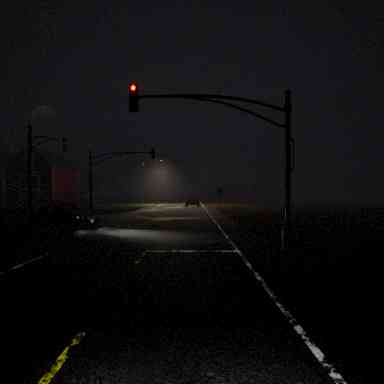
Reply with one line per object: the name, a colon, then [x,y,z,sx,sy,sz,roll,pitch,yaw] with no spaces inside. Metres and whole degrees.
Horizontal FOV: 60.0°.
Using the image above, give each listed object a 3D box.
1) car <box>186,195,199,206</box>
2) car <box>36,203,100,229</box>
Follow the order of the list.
car: [0.080,1.306,53.099,2.097,1.767,4.553,0,0,0]
car: [-8.017,1.454,21.359,4.902,1.511,2.128,1,0,34]
